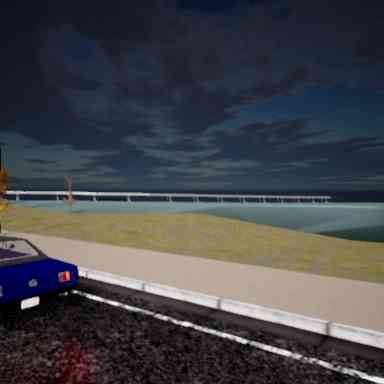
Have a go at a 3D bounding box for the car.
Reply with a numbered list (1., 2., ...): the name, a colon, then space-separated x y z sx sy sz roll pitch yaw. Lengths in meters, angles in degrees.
1. car: -4.546 1.583 6.932 4.718 1.301 1.895 0 0 35
